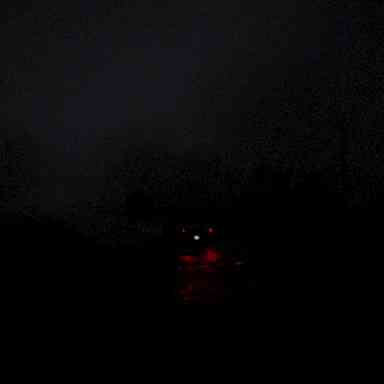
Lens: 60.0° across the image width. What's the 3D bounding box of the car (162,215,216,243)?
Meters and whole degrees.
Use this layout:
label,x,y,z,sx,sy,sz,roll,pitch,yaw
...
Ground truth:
label,x,y,z,sx,sy,sz,roll,pitch,yaw
car,-0.362,1.871,17.744,1.895,1.301,4.718,1,-1,-15
